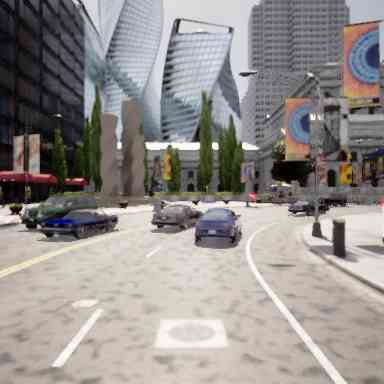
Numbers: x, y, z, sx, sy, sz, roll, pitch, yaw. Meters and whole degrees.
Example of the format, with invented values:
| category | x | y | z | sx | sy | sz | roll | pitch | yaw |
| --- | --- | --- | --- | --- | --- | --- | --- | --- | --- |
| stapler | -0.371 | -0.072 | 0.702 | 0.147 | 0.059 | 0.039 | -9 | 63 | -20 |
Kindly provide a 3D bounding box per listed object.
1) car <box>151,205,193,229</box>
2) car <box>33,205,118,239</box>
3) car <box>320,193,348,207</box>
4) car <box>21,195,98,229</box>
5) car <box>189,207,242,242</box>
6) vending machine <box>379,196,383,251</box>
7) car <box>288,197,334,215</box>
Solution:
| category | x | y | z | sx | sy | sz | roll | pitch | yaw |
| --- | --- | --- | --- | --- | --- | --- | --- | --- | --- |
| car | -0.697 | 1.548 | 21.564 | 2.033 | 1.411 | 5.357 | 0 | 0 | 22 |
| car | -5.751 | 1.601 | 17.478 | 1.895 | 1.301 | 4.718 | 0 | 0 | 14 |
| car | 20.891 | 1.222 | 50.336 | 5.566 | 2.045 | 2.150 | 0 | 0 | -17 |
| car | -8.234 | 1.222 | 21.473 | 2.150 | 2.045 | 5.566 | 0 | 0 | 18 |
| car | 1.385 | 1.526 | 16.336 | 1.812 | 1.442 | 4.674 | 0 | 0 | 13 |
| vending machine | 7.805 | 1.196 | 12.543 | 1.100 | 2.100 | 0.880 | 0 | 0 | 10 |
| car | 11.767 | 1.548 | 33.430 | 5.357 | 1.411 | 2.033 | 0 | 0 | -41 |
